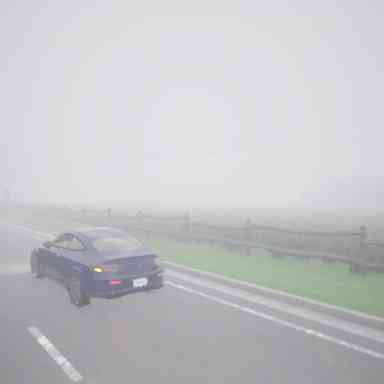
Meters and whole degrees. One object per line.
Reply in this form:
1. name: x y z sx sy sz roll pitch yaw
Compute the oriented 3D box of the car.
1. car: -2.486 1.602 8.226 1.812 1.442 4.674 1 -1 -40
